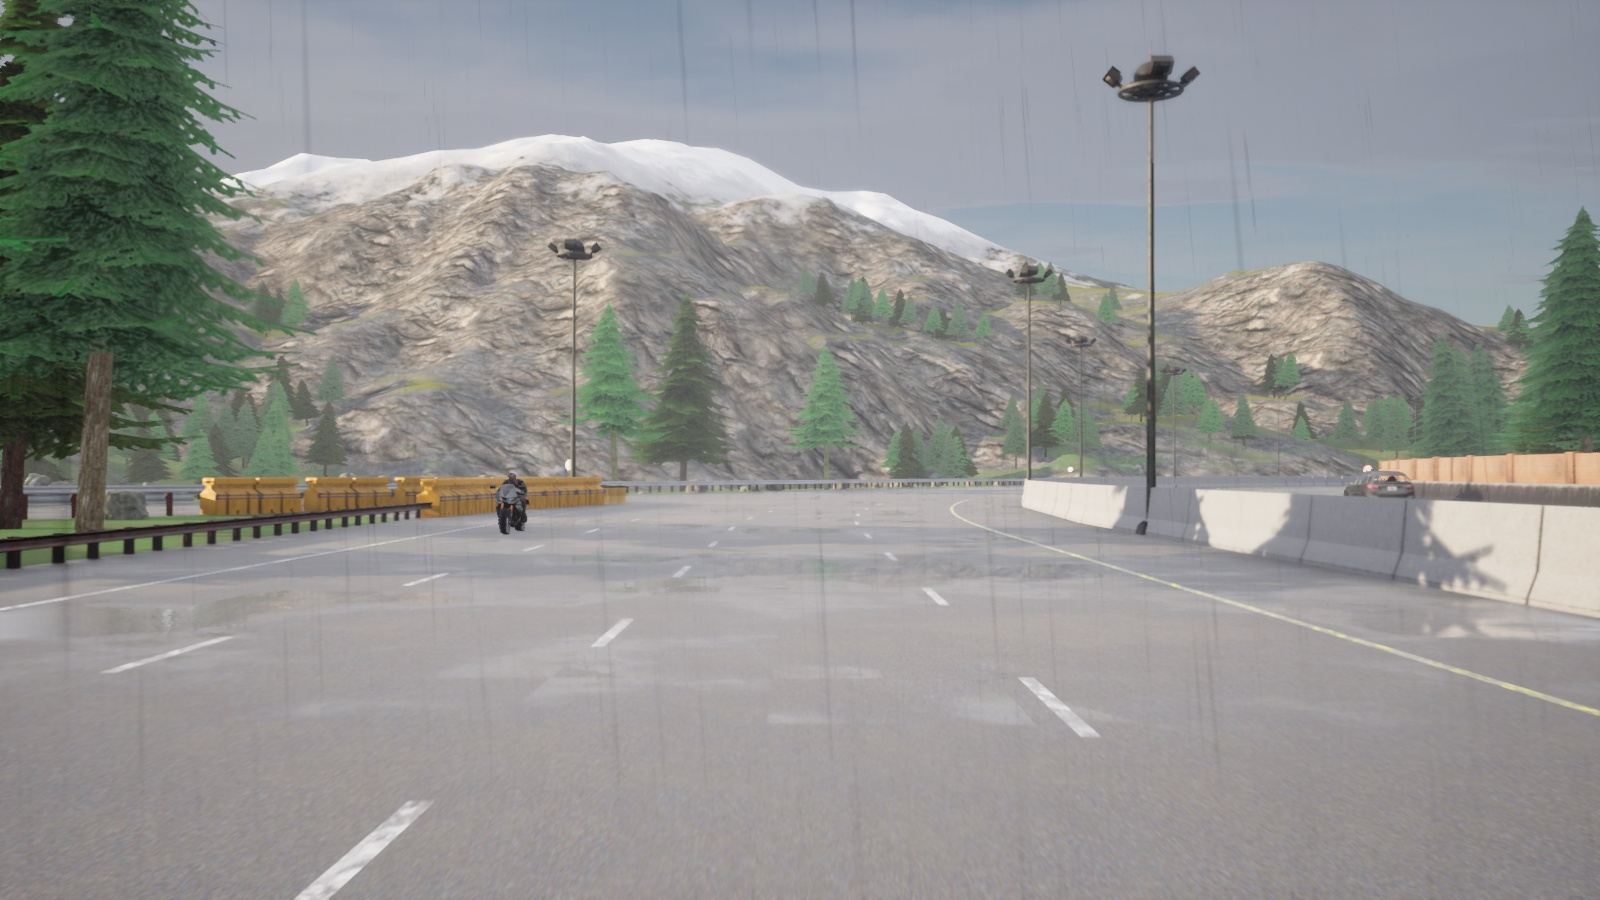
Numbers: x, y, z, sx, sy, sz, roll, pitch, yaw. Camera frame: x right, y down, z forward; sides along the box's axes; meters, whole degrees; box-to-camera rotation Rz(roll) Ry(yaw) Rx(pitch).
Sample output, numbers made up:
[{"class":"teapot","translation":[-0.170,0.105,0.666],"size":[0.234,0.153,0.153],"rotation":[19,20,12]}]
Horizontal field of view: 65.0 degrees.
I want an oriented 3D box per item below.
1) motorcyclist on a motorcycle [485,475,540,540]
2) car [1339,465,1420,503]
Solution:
[{"class":"motorcyclist on a motorcycle","translation":[-7.088,1.398,31.055],"size":[0.866,1.530,2.191],"rotation":[0,-1,0]},{"class":"car","translation":[26.553,1.519,57.709],"size":[2.242,1.667,4.611],"rotation":[-1,-1,10]}]
